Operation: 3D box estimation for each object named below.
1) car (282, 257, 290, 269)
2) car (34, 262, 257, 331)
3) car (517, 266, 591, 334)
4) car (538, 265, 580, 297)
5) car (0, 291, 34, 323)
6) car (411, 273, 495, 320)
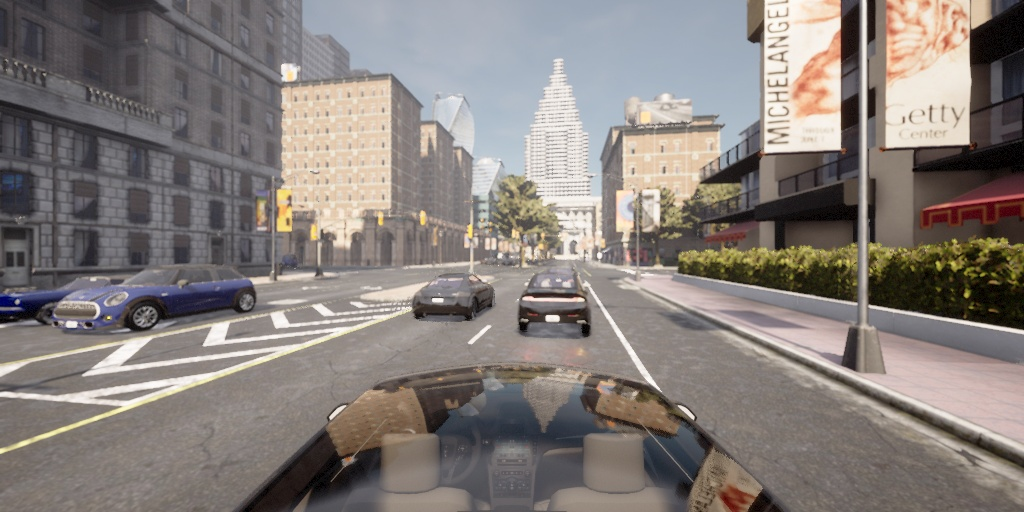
[{"bbox_3d":[-31.385,1.185,45.433,4.892,1.490,1.837,0,0,9],"label":"car"},{"bbox_3d":[-10.467,1.086,11.024,2.097,1.767,4.553,0,0,9],"label":"car"},{"bbox_3d":[1.315,1.229,10.683,2.128,1.511,4.902,0,0,9],"label":"car"},{"bbox_3d":[2.806,1.272,20.320,2.033,1.411,5.357,0,0,11],"label":"car"},{"bbox_3d":[-13.858,1.333,12.009,1.895,1.301,4.718,0,0,9],"label":"car"},{"bbox_3d":[-1.906,1.298,12.733,1.994,1.385,4.181,0,0,9],"label":"car"}]
